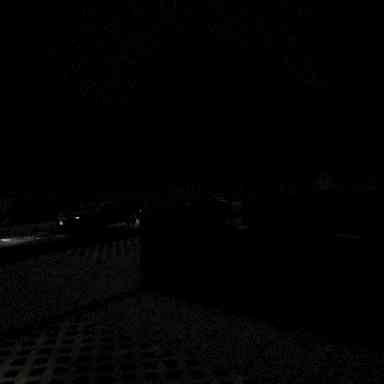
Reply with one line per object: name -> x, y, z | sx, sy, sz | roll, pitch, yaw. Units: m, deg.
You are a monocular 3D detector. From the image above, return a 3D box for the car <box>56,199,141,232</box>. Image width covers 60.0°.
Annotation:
car -> -4.883, 1.175, 18.004 | 2.128, 1.511, 4.902 | 0, 2, 35

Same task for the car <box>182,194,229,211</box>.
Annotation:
car -> 1.132, 0.911, 26.458 | 2.128, 1.511, 4.902 | 0, 2, 35

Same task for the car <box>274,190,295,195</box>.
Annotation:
car -> 11.435, 0.501, 40.875 | 2.033, 1.411, 5.357 | 0, 2, 36
